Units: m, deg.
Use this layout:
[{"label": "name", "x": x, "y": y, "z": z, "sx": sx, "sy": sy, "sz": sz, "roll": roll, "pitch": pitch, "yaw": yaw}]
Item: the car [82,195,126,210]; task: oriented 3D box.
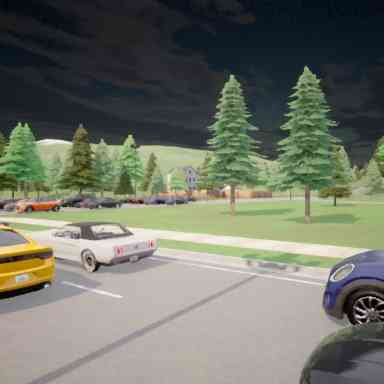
[{"label": "car", "x": -11.418, "y": 1.504, "z": 43.549, "sx": 1.837, "sy": 1.490, "sz": 4.892, "roll": 0, "pitch": 0, "yaw": 36}]

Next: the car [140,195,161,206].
[{"label": "car", "x": -6.129, "y": 1.356, "z": 56.725, "sx": 2.097, "sy": 1.767, "sz": 4.553, "roll": 0, "pitch": 0, "yaw": 36}]

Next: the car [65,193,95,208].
[{"label": "car", "x": -16.476, "y": 1.220, "z": 48.487, "sx": 2.150, "sy": 2.045, "sz": 5.566, "roll": 0, "pitch": 0, "yaw": 36}]

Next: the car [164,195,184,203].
[{"label": "car", "x": -3.850, "y": 1.469, "z": 71.573, "sx": 1.812, "sy": 1.442, "sz": 4.674, "roll": 0, "pitch": 0, "yaw": 36}]

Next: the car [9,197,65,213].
[{"label": "car", "x": -16.796, "y": 1.352, "z": 36.163, "sx": 2.097, "sy": 1.767, "sz": 4.553, "roll": 0, "pitch": 0, "yaw": 36}]

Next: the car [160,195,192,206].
[{"label": "car", "x": -2.584, "y": 1.499, "z": 55.640, "sx": 1.837, "sy": 1.490, "sz": 4.892, "roll": 0, "pitch": 2, "yaw": 37}]

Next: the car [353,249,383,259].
[{"label": "car", "x": 4.482, "y": 1.353, "z": 5.080, "sx": 4.553, "sy": 1.767, "sz": 2.097, "roll": 0, "pitch": 0, "yaw": 36}]

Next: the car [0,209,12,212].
[{"label": "car", "x": -10.861, "y": 1.601, "z": 16.006, "sx": 4.718, "sy": 1.301, "sz": 1.895, "roll": 0, "pitch": 0, "yaw": 35}]

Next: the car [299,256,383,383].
[{"label": "car", "x": 3.084, "y": 1.504, "z": 1.776, "sx": 4.892, "sy": 1.490, "sz": 1.837, "roll": 0, "pitch": 0, "yaw": 35}]

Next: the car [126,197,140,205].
[{"label": "car", "x": -9.188, "y": 1.601, "z": 58.460, "sx": 1.895, "sy": 1.301, "sz": 4.718, "roll": 0, "pitch": 0, "yaw": 36}]

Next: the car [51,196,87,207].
[{"label": "car", "x": -18.862, "y": 1.478, "z": 51.156, "sx": 1.882, "sy": 1.535, "sz": 5.008, "roll": 0, "pitch": 0, "yaw": 36}]

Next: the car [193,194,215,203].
[{"label": "car", "x": 2.987, "y": 1.195, "z": 69.069, "sx": 1.882, "sy": 1.535, "sz": 5.008, "roll": 0, "pitch": 0, "yaw": 36}]

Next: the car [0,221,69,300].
[{"label": "car", "x": -5.235, "y": 1.478, "z": 7.708, "sx": 5.008, "sy": 1.535, "sz": 1.882, "roll": 0, "pitch": 0, "yaw": 35}]

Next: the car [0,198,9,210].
[{"label": "car", "x": -19.245, "y": 1.526, "z": 38.757, "sx": 1.812, "sy": 1.442, "sz": 4.674, "roll": 0, "pitch": 0, "yaw": 36}]

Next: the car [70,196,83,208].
[{"label": "car", "x": -14.089, "y": 1.564, "z": 45.825, "sx": 1.994, "sy": 1.385, "sz": 4.181, "roll": 0, "pitch": 0, "yaw": 36}]

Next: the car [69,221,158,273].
[{"label": "car", "x": -3.453, "y": 1.601, "z": 10.738, "sx": 4.718, "sy": 1.301, "sz": 1.895, "roll": 0, "pitch": 0, "yaw": 35}]

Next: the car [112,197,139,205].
[{"label": "car", "x": -12.019, "y": 1.601, "z": 60.507, "sx": 1.895, "sy": 1.301, "sz": 4.718, "roll": 0, "pitch": 0, "yaw": 36}]
